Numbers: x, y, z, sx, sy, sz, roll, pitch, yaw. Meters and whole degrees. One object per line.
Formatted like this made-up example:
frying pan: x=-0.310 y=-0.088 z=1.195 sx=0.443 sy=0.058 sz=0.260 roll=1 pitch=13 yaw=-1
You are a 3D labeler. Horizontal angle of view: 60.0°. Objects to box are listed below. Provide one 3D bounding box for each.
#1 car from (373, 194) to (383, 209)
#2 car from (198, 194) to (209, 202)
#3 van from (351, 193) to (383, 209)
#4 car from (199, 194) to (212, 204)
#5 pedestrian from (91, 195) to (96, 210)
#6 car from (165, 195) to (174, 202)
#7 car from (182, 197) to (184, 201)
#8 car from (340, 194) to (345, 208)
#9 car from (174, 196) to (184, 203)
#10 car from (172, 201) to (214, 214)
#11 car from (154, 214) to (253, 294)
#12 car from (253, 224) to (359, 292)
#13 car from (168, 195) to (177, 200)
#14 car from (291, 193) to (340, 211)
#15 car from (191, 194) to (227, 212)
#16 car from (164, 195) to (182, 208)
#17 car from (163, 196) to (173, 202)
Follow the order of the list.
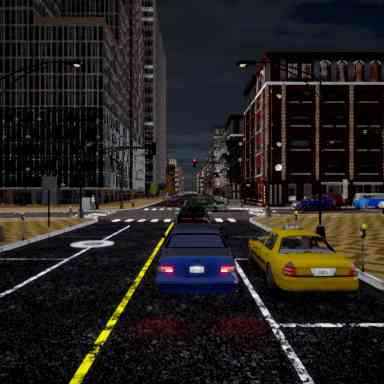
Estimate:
car: x=23.072 y=1.213 z=36.628 sx=4.674 sy=1.442 sz=1.812 roll=-1 pitch=0 yaw=0
car: x=2.532 y=1.320 z=74.630 sx=2.192 sy=1.841 sz=5.009 roll=0 pitch=0 yaw=0
van: x=20.953 y=1.050 z=39.056 sx=3.998 sy=1.788 sz=1.690 roll=-1 pitch=1 yaw=-1
car: x=2.537 y=1.318 z=63.445 sx=2.192 sy=1.841 sz=5.009 roll=0 pitch=0 yaw=0
pedestrian: x=-12.366 y=1.270 z=41.628 sx=0.375 sy=1.860 sz=0.375 roll=0 pitch=1 yaw=-1
car: x=-5.351 y=1.550 z=80.220 sx=1.887 sy=1.381 sz=4.507 roll=0 pitch=0 yaw=0
car: x=-2.851 y=1.495 z=59.955 sx=2.128 sy=1.511 sz=4.902 roll=0 pitch=0 yaw=0
car: x=15.297 y=1.094 z=38.994 sx=5.009 sy=1.841 sz=2.192 roll=-1 pitch=1 yaw=-1
car: x=-2.780 y=1.528 z=71.398 sx=1.812 sy=1.442 sz=4.674 roll=0 pitch=0 yaw=0
car: x=0.075 y=1.505 z=18.687 sx=1.837 sy=1.490 sz=4.892 roll=0 pitch=0 yaw=0
car: x=0.093 y=1.547 z=8.945 sx=2.033 sy=1.411 sz=5.357 roll=0 pitch=0 yaw=0
car: x=2.560 y=1.525 z=8.798 sx=1.752 sy=1.417 sz=4.829 roll=0 pitch=0 yaw=0
car: x=-5.355 y=1.558 z=91.406 sx=2.008 sy=1.369 sz=4.403 roll=0 pitch=0 yaw=0
car: x=13.270 y=1.162 z=36.492 sx=4.553 sy=1.767 sz=2.097 roll=-1 pitch=0 yaw=-1
car: x=1.690 y=1.309 z=36.449 sx=2.097 sy=1.767 sz=4.553 roll=-1 pitch=0 yaw=-43
car: x=-2.794 y=1.566 z=48.246 sx=1.994 sy=1.385 sz=4.181 roll=0 pitch=0 yaw=-2
car: x=-5.348 y=1.555 z=74.627 sx=2.008 sy=1.369 sz=4.403 roll=0 pitch=0 yaw=0
